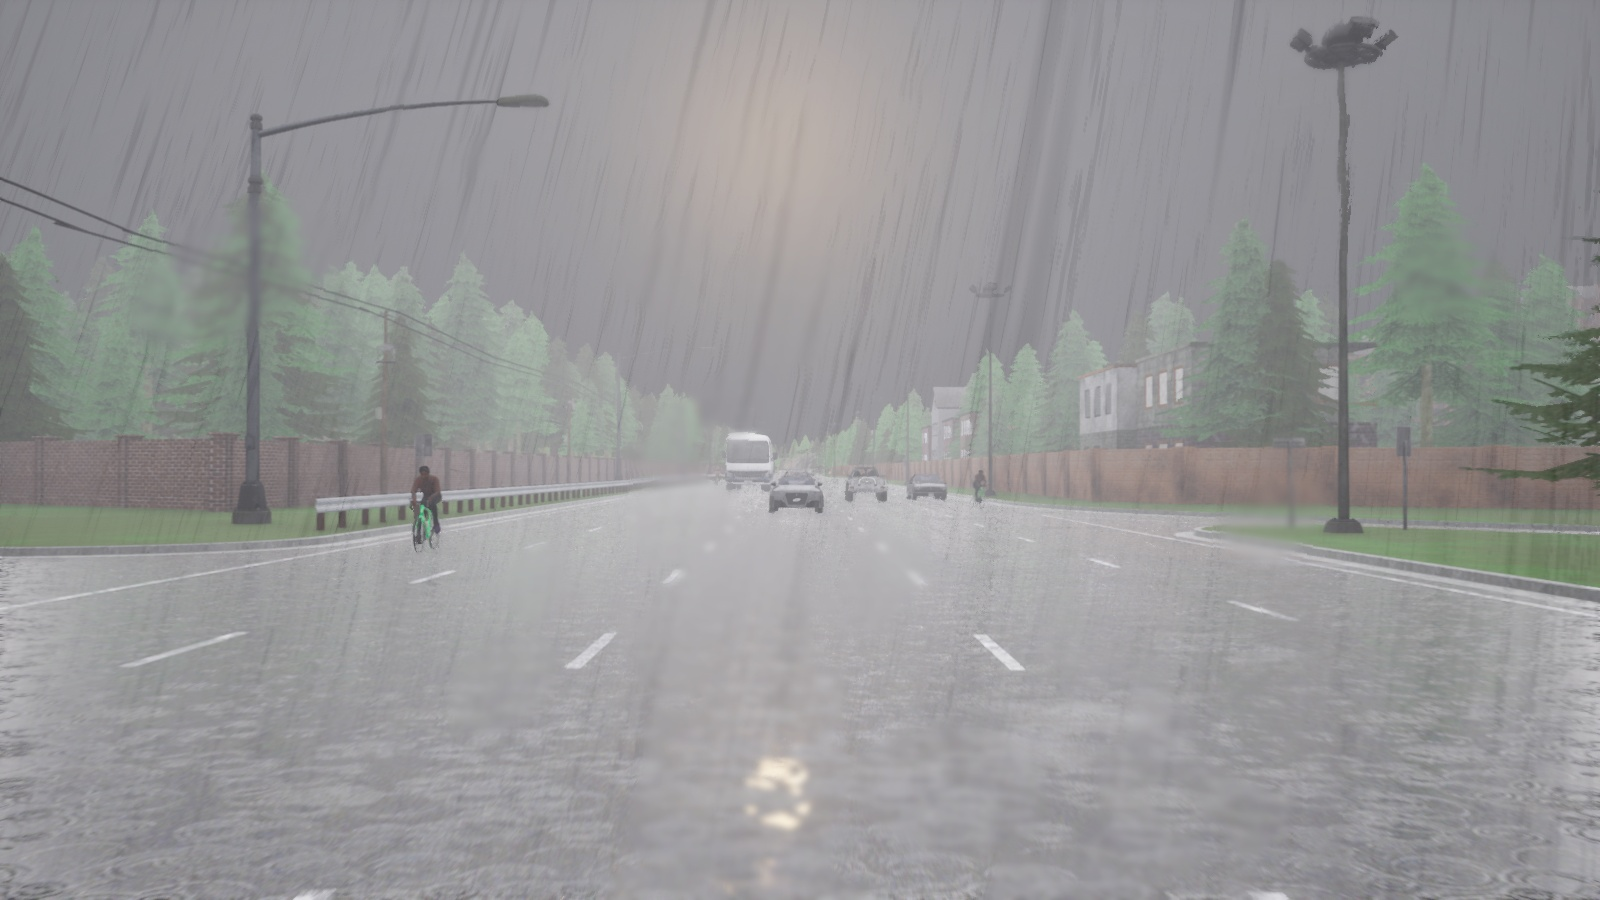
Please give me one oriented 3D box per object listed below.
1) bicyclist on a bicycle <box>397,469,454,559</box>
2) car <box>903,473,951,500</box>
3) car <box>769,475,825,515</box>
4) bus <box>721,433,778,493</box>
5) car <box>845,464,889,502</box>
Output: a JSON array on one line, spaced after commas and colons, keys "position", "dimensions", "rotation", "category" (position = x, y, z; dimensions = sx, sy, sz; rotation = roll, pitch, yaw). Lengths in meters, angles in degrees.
[{"position": [-7.057, 1.183, 23.719], "dimensions": [0.582, 1.620, 1.656], "rotation": [0, -1, 0], "category": "bicyclist on a bicycle"}, {"position": [6.836, 1.944, 67.863], "dimensions": [2.033, 1.411, 5.357], "rotation": [0, -1, 0], "category": "car"}, {"position": [-0.113, 1.647, 46.978], "dimensions": [1.994, 1.385, 4.181], "rotation": [0, -1, 0], "category": "car"}, {"position": [-3.735, 1.010, 95.246], "dimensions": [3.944, 4.253, 10.273], "rotation": [0, -1, 0], "category": "bus"}, {"position": [3.346, 1.657, 63.551], "dimensions": [1.932, 1.855, 4.605], "rotation": [0, -1, 0], "category": "car"}]
